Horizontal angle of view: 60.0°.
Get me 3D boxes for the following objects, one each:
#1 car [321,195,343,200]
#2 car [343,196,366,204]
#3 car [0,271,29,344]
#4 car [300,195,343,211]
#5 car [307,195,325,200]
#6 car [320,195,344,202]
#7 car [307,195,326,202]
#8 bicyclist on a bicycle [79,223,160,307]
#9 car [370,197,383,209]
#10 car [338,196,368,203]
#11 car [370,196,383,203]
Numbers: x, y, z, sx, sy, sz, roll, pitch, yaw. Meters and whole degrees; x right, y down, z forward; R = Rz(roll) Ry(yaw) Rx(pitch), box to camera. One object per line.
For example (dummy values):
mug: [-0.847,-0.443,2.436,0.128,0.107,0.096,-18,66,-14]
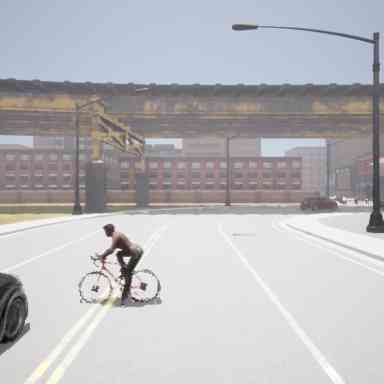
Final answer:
car: [33.635,1.295,79.888,1.853,1.218,4.536,0,0,-34]
car: [29.183,1.452,60.320,2.038,1.542,4.974,0,0,-29]
car: [-3.608,1.564,3.629,1.994,1.385,4.181,0,0,0]
car: [15.341,1.352,40.040,4.553,1.767,2.097,0,0,-24]
car: [29.560,1.295,79.147,4.536,1.218,1.853,0,0,-39]
car: [33.606,1.452,79.931,2.038,1.542,4.974,0,0,-34]
car: [29.600,1.452,79.180,4.974,1.542,2.038,0,0,-39]
bicyclist on a bicycle: [-1.474,1.455,6.683,1.656,1.620,0.582,-2,0,0]
car: [25.715,1.526,42.093,4.674,1.442,1.812,0,0,-3]
car: [29.158,1.295,60.366,1.853,1.218,4.536,0,0,-29]
car: [32.253,1.295,58.206,1.853,1.218,4.536,0,0,31]
